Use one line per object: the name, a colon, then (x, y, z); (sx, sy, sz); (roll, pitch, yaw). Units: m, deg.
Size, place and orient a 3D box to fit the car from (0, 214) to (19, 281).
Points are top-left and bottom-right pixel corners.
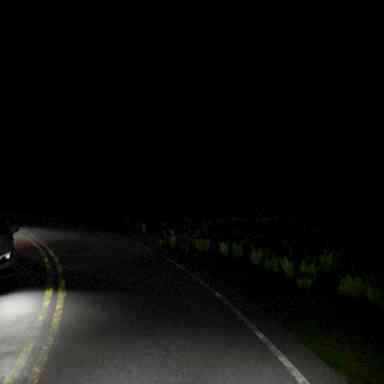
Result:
car: (-5.640, 1.269, 8.631); (1.812, 1.442, 4.674); (0, 3, -30)
